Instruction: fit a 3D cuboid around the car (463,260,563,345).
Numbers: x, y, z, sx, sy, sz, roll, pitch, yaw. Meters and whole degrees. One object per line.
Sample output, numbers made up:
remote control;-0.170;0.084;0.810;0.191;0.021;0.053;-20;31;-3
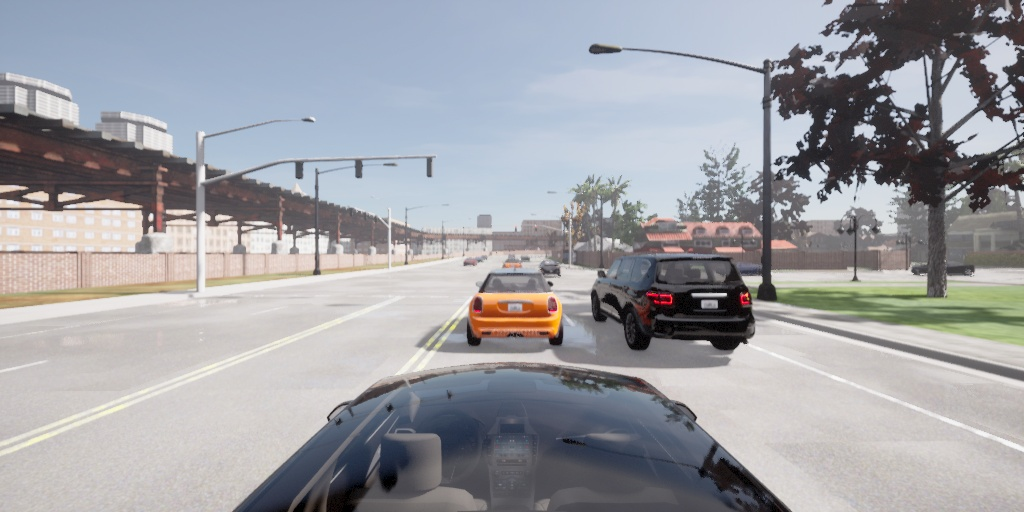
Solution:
car;0.071;1.090;9.602;2.097;1.767;4.553;0;0;0

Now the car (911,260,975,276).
car;42.589;1.177;35.512;5.008;1.535;1.882;0;0;-1

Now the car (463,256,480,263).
car;-7.130;0.963;60.870;1.882;1.535;5.008;0;1;0

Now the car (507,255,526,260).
car;0.058;1.027;38.066;2.097;1.767;4.553;0;0;0

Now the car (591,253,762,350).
car;3.572;0.960;9.145;2.150;2.045;5.566;0;0;0

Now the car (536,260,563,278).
car;3.560;1.174;34.705;2.128;1.511;4.902;0;0;0

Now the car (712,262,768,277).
car;22.214;1.264;35.030;4.181;1.385;1.994;0;0;-2
